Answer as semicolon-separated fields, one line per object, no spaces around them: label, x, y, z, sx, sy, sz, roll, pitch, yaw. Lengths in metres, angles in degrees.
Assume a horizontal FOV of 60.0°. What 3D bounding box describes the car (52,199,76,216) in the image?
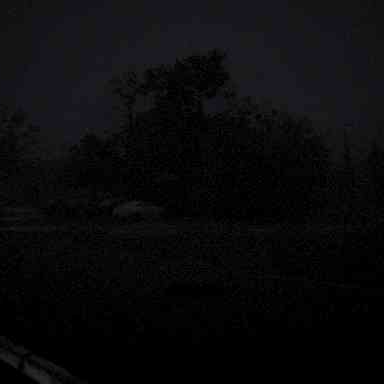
car;-9.161;1.311;29.077;2.231;1.521;4.892;0;0;36

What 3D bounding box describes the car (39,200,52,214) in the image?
car;-11.825;1.330;30.984;2.002;1.452;4.674;0;0;36

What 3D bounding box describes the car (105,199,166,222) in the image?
car;-3.934;1.390;25.346;2.002;1.452;4.674;0;0;36

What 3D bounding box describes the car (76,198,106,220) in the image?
car;-6.491;1.330;27.183;2.097;1.535;5.008;0;0;36
